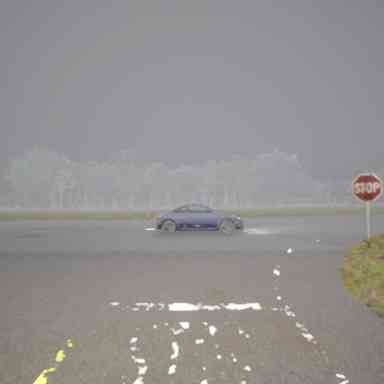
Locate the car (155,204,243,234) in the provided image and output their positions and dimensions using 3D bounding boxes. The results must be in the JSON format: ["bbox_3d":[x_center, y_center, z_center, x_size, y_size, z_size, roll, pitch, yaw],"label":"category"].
[{"bbox_3d":[0.340,1.256,16.031,4.181,1.385,1.994,0,-1,-1],"label":"car"}]
